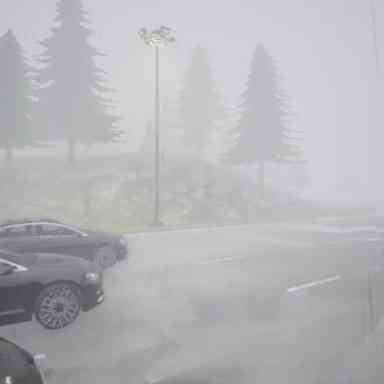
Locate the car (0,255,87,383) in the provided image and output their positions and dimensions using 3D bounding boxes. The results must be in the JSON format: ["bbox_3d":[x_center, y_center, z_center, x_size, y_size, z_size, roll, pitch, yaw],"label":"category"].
[{"bbox_3d":[-3.244,1.492,1.434,4.902,1.511,2.128,0,0,-35],"label":"car"}]

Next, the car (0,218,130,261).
[{"bbox_3d":[-4.193,1.493,9.354,4.902,1.511,2.128,0,0,-35],"label":"car"}]

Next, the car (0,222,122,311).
[{"bbox_3d":[-3.877,1.492,5.278,4.902,1.511,2.128,0,0,-35],"label":"car"}]
